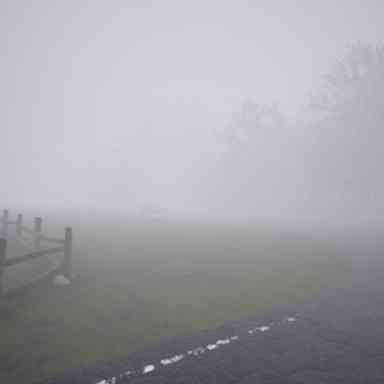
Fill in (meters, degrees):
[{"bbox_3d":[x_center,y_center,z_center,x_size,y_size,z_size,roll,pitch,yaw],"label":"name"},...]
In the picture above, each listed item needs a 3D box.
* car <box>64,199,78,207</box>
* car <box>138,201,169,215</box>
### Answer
[{"bbox_3d":[-23.458,2.104,64.274,1.812,1.442,4.674,1,-1,-36],"label":"car"},{"bbox_3d":[-4.464,1.798,37.885,1.812,1.442,4.674,1,-1,-36],"label":"car"}]
